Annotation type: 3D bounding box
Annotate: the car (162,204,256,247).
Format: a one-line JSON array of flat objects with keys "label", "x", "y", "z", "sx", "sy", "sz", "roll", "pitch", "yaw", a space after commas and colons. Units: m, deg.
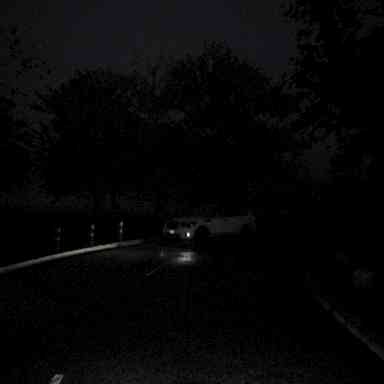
[{"label": "car", "x": 1.083, "y": 1.617, "z": 17.466, "sx": 5.566, "sy": 2.045, "sz": 2.150, "roll": 3, "pitch": -4, "yaw": -42}]
